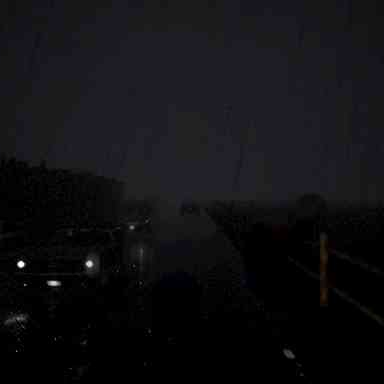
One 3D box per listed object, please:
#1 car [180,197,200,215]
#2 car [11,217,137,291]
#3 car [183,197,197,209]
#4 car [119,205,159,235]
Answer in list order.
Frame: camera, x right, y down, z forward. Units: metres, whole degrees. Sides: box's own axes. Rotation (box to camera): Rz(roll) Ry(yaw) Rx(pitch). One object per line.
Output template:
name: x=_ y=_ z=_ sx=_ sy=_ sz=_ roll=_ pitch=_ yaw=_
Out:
car: x=-0.198 y=1.484 z=34.163 sx=1.882 sy=1.535 sz=5.008 roll=0 pitch=0 yaw=0
car: x=-2.924 y=1.609 z=9.190 sx=1.895 sy=1.301 sz=4.718 roll=0 pitch=0 yaw=-1
car: x=-0.318 y=1.511 z=46.930 sx=1.837 sy=1.490 sz=4.892 roll=0 pitch=0 yaw=0
car: x=-3.002 y=1.501 z=19.090 sx=2.128 sy=1.511 sz=4.902 roll=0 pitch=0 yaw=0
